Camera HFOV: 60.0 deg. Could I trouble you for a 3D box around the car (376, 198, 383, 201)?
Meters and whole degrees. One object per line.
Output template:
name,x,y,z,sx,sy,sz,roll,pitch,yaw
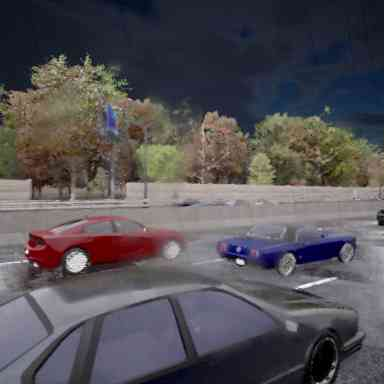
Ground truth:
car,35.227,1.653,59.102,4.181,1.385,1.994,0,0,-35

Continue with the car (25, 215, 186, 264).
car,-2.498,1.478,10.562,5.008,1.535,1.882,0,0,-36

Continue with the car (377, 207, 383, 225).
car,14.474,1.516,22.672,4.892,1.490,1.837,0,0,-36

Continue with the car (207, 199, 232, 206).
car,4.126,1.535,32.724,4.674,1.442,1.812,0,0,-35

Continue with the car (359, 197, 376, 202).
car,33.184,1.636,61.941,5.357,1.411,2.033,0,0,-36

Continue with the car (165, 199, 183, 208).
car,-0.712,1.486,37.870,5.008,1.535,1.882,0,0,-35

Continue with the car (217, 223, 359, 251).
car,3.117,1.602,10.267,4.718,1.301,1.895,0,0,-36

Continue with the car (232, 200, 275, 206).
car,6.140,1.535,29.864,4.674,1.442,1.812,0,0,-35

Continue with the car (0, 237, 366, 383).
car,-0.376,1.548,3.479,5.357,1.411,2.033,0,0,-36

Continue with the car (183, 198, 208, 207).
car,1.886,1.501,35.425,4.902,1.511,2.128,0,0,-35
